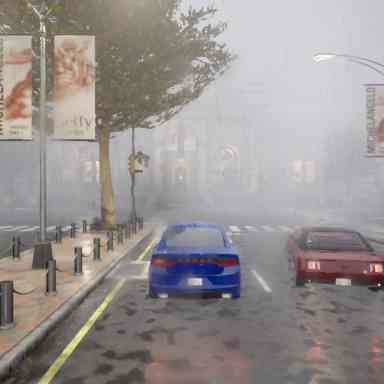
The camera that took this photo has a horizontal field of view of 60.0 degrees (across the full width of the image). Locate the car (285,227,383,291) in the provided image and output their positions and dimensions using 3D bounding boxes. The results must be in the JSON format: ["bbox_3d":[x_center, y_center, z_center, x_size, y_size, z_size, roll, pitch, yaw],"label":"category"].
[{"bbox_3d":[3.669,1.601,9.143,1.895,1.301,4.718,0,0,13],"label":"car"}]

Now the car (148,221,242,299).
[{"bbox_3d":[0.063,1.478,8.512,1.882,1.535,5.008,0,0,0],"label":"car"}]
